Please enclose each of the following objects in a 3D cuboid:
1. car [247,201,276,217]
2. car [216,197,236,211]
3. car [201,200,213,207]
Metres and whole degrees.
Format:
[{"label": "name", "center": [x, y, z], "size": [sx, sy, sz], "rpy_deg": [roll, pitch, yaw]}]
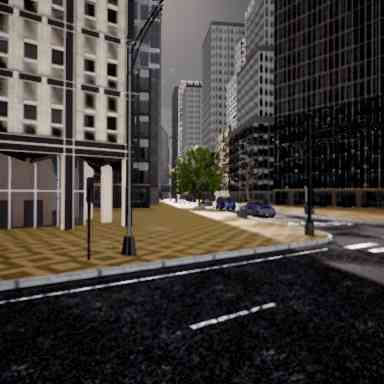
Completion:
[{"label": "car", "center": [7.211, 1.710, 35.263], "size": [2.097, 1.767, 4.553], "rpy_deg": [0, -1, -7]}, {"label": "car", "center": [5.151, 1.746, 51.172], "size": [2.150, 2.045, 5.566], "rpy_deg": [0, 0, -7]}, {"label": "car", "center": [3.027, 2.321, 68.199], "size": [2.033, 1.411, 5.357], "rpy_deg": [0, -1, -7]}]
